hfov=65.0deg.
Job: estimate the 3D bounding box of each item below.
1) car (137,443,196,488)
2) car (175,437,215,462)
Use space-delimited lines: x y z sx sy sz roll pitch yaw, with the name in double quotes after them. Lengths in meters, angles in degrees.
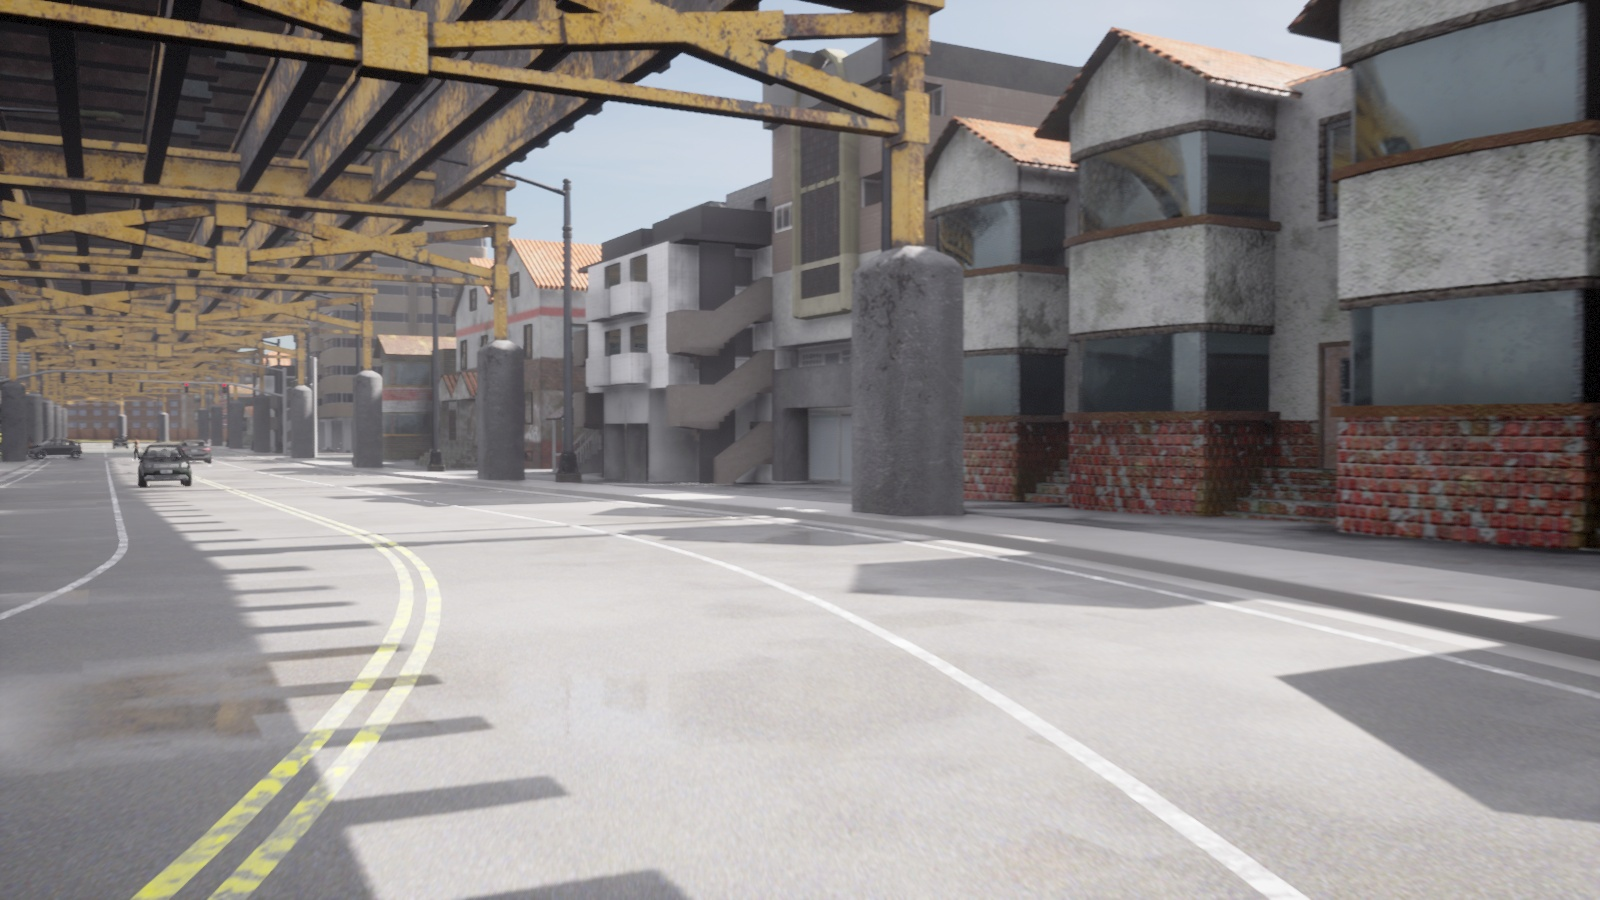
-23.228 0.540 46.011 1.789 1.549 3.705 -1 0 -29 "car"
-42.065 -0.057 87.255 2.242 1.667 4.611 -1 1 -29 "car"
